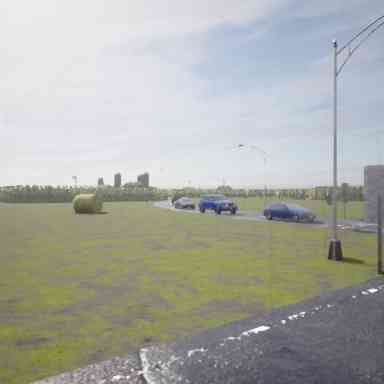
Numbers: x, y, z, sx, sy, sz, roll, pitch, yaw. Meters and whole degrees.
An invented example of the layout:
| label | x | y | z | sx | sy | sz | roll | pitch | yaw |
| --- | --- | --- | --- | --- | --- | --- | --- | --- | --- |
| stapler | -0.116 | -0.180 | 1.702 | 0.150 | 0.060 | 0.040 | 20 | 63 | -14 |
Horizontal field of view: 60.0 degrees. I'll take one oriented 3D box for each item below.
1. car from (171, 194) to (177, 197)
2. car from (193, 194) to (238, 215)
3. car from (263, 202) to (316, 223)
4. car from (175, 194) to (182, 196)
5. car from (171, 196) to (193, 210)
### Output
| label | x | y | z | sx | sy | sz | roll | pitch | yaw |
| --- | --- | --- | --- | --- | --- | --- | --- | --- | --- |
| car | -3.062 | 1.329 | 66.967 | 2.150 | 2.045 | 5.566 | 0 | 0 | -6 |
| car | 2.692 | 1.300 | 36.132 | 2.150 | 2.045 | 5.566 | -1 | 0 | -27 |
| car | 7.664 | 1.578 | 26.605 | 1.812 | 1.442 | 4.674 | -1 | 0 | -30 |
| car | -1.284 | 1.613 | 56.794 | 1.812 | 1.442 | 4.674 | 0 | 0 | -12 |
| car | -1.144 | 1.644 | 45.937 | 2.033 | 1.411 | 5.357 | -1 | 0 | -19 |
